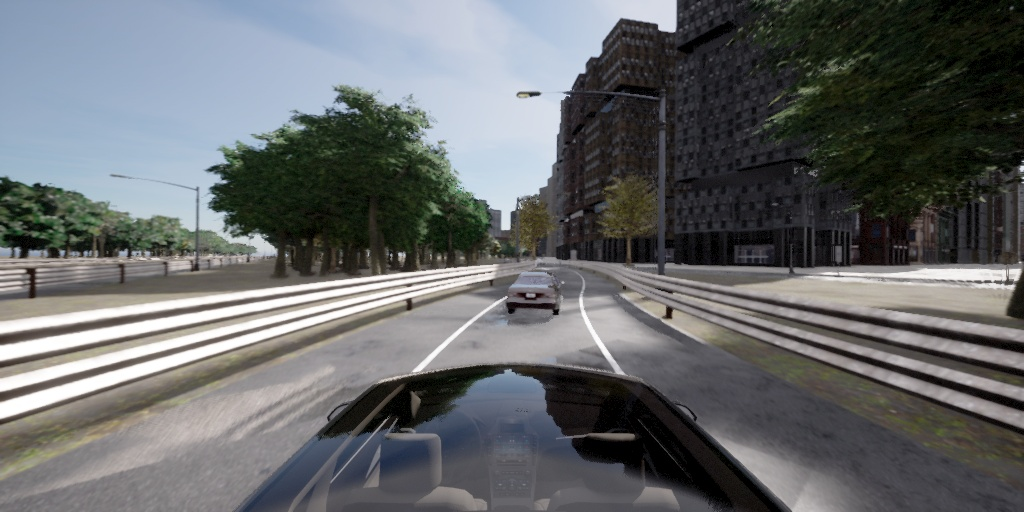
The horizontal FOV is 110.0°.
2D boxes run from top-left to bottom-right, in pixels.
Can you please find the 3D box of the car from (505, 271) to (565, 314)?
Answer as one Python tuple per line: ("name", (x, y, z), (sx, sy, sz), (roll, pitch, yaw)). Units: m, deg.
("car", (1.001, 1.302, 13.902), (2.033, 1.411, 5.357), (0, 0, 9))
